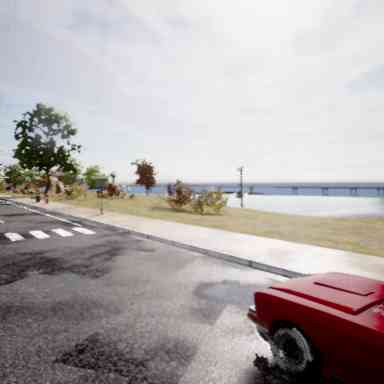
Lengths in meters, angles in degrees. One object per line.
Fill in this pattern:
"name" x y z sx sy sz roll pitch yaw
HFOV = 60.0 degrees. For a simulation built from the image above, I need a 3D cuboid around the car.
"car" 2.735 1.504 3.077 1.895 1.301 4.718 -1 2 -35
